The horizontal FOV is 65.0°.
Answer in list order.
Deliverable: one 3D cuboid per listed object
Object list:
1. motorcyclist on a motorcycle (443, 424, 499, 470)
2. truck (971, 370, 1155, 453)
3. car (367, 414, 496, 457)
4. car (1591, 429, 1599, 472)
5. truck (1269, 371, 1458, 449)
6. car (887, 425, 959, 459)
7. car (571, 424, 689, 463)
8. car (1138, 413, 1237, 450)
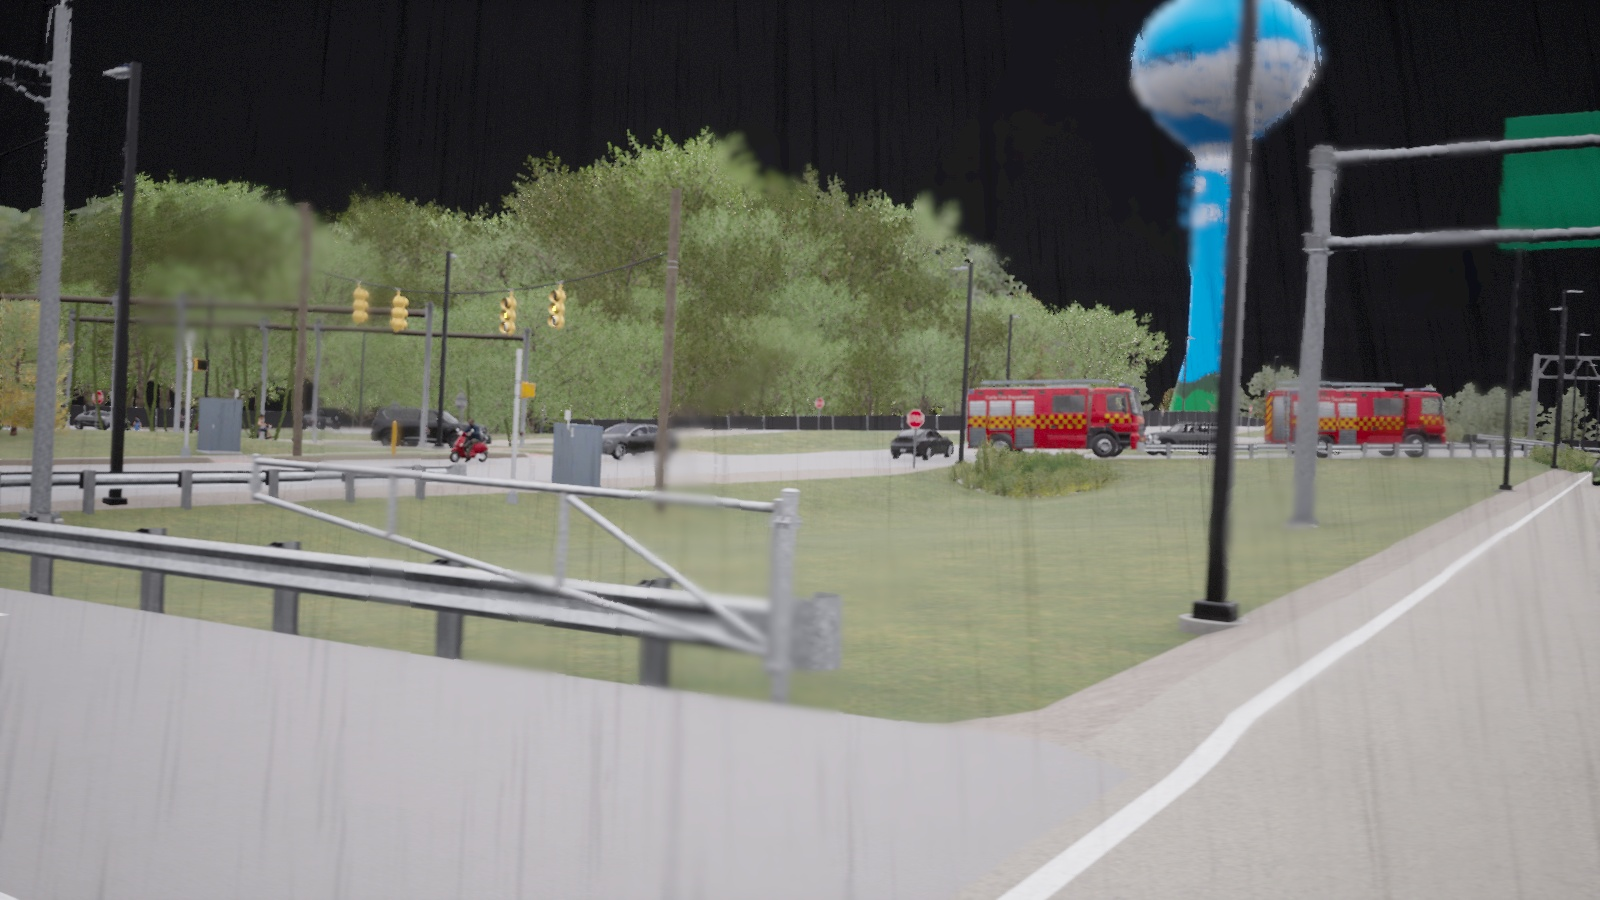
[{"bbox_3d":[-11.892,-0.135,45.418,0.866,1.590,1.817,2,2,33],"label":"motorcyclist on a motorcycle"},{"bbox_3d":[12.967,-1.809,62.064,8.468,3.827,2.891,-1,1,23],"label":"truck"},{"bbox_3d":[-17.733,-0.686,60.557,5.566,2.045,2.150,0,0,8],"label":"car"},{"bbox_3d":[30.173,0.017,45.877,2.007,1.525,4.514,2,2,33],"label":"car"},{"bbox_3d":[28.700,-2.048,64.105,8.468,3.827,2.891,-1,1,-6],"label":"truck"},{"bbox_3d":[6.213,-0.438,62.833,1.837,1.490,4.892,1,3,28],"label":"car"},{"bbox_3d":[-7.084,-0.296,52.744,2.128,1.511,4.902,2,2,36],"label":"car"},{"bbox_3d":[20.408,-0.989,66.189,4.605,1.855,1.932,-1,1,-7],"label":"car"}]
